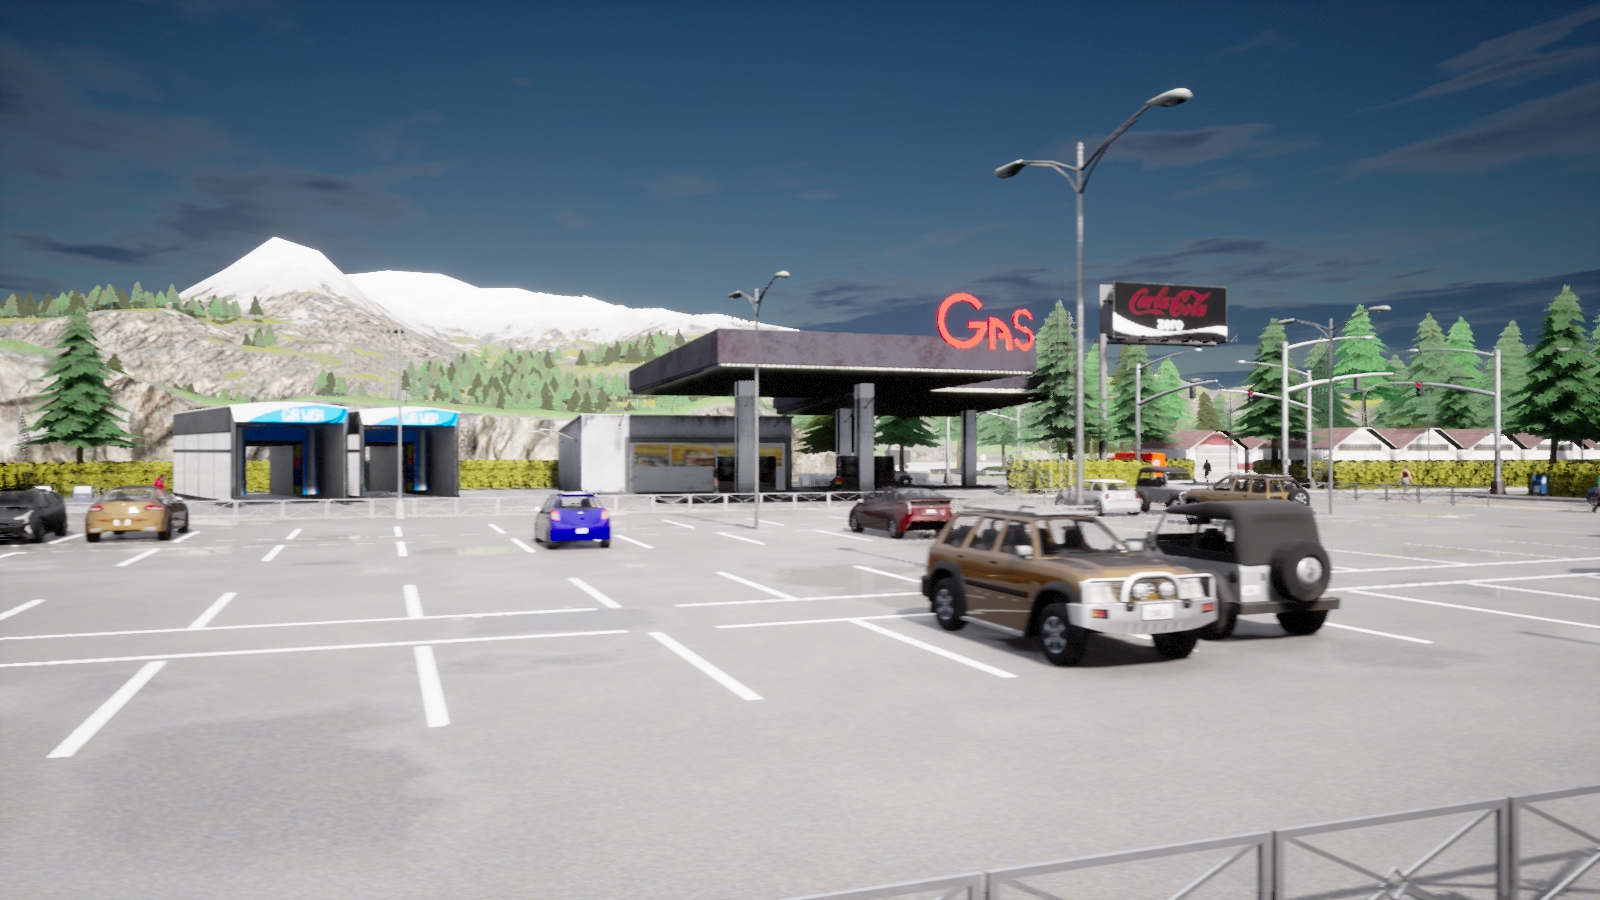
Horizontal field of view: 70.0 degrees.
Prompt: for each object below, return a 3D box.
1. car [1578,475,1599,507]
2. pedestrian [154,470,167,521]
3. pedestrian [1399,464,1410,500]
[{"bbox_3d":[37.933,1.887,51.328,2.002,1.442,4.674,0,0,-20],"label":"car"},{"bbox_3d":[-23.902,1.692,42.711,0.375,1.860,0.375,0,0,-20],"label":"pedestrian"},{"bbox_3d":[31.483,1.654,59.500,0.375,1.860,0.375,0,0,-36],"label":"pedestrian"}]
